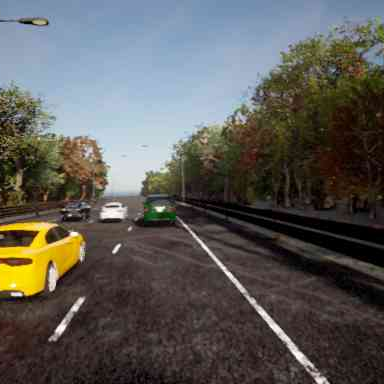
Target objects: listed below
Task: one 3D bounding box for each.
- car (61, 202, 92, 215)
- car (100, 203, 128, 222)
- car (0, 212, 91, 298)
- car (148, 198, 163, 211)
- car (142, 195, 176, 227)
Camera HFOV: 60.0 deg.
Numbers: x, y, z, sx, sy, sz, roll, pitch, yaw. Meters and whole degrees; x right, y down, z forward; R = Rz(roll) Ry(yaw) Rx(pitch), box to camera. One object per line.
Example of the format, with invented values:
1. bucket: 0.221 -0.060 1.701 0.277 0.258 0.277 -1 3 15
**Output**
1. car: -10.027 1.642 28.993 2.128 1.511 4.902 -1 0 -7
2. car: -6.242 1.594 26.848 1.812 1.442 4.674 -1 0 -7
3. car: -4.198 1.542 8.699 1.882 1.535 5.008 -1 0 -6
4. car: -4.725 1.551 43.023 1.812 1.442 4.674 -1 0 -7
5. car: -2.299 1.207 23.172 2.150 2.045 5.566 -1 0 -7
